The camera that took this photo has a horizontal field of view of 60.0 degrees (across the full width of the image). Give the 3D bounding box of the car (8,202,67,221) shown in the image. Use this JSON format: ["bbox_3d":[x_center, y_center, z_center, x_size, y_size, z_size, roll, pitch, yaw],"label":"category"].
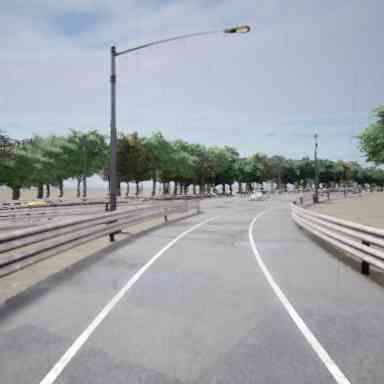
[{"bbox_3d":[-13.817,1.666,30.027,1.882,1.535,5.008,0,1,42],"label":"car"}]

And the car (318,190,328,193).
[{"bbox_3d":[32.166,0.146,81.849,1.895,1.301,4.718,0,2,42],"label":"car"}]

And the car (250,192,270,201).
[{"bbox_3d":[12.155,0.808,59.298,1.812,1.442,4.674,1,2,42],"label":"car"}]
